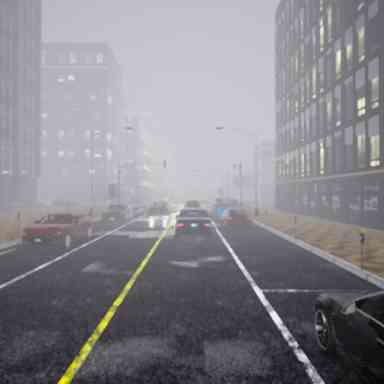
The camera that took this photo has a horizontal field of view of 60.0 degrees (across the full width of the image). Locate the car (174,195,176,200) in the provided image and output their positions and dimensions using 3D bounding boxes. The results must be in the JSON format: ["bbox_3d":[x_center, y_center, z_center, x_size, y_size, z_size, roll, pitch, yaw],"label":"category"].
[{"bbox_3d":[-5.771,1.335,87.305,2.192,1.841,5.009,0,0,0],"label":"car"}]

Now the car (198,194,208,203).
[{"bbox_3d":[2.625,1.529,70.866,1.752,1.417,4.829,0,0,0],"label":"car"}]

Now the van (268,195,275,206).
[{"bbox_3d":[14.847,1.399,55.192,3.998,1.788,1.690,0,0,0],"label":"van"}]

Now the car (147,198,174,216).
[{"bbox_3d":[-3.096,1.552,32.049,1.994,1.385,4.181,0,0,0],"label":"car"}]

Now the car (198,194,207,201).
[{"bbox_3d":[2.609,1.335,87.313,2.192,1.841,5.009,0,0,0],"label":"car"}]

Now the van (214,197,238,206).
[{"bbox_3d":[2.636,1.329,25.909,1.690,1.788,3.998,0,0,0],"label":"van"}]

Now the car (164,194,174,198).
[{"bbox_3d":[-5.761,1.534,76.056,1.752,1.417,4.829,0,0,0],"label":"car"}]

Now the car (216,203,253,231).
[{"bbox_3d":[2.641,1.572,20.220,1.802,1.307,4.206,0,0,0],"label":"car"}]

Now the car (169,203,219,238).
[{"bbox_3d":[0.084,1.538,17.464,2.033,1.411,5.357,0,0,0],"label":"car"}]

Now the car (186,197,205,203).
[{"bbox_3d":[0.067,1.513,33.994,1.812,1.442,4.674,0,0,0],"label":"car"}]

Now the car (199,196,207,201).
[{"bbox_3d":[2.614,1.595,81.774,1.802,1.307,4.206,0,0,0],"label":"car"}]

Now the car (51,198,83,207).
[{"bbox_3d":[-17.511,1.514,46.701,4.206,1.307,1.802,0,0,0],"label":"car"}]

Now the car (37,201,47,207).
[{"bbox_3d":[-23.003,1.447,46.682,4.829,1.417,1.752,0,0,0],"label":"car"}]

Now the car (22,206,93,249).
[{"bbox_3d":[-5.701,1.537,14.549,1.887,1.381,4.507,0,0,0],"label":"car"}]

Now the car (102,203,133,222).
[{"bbox_3d":[-5.712,1.555,25.926,1.947,1.339,4.313,0,0,0],"label":"car"}]

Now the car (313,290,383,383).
[{"bbox_3d":[2.658,1.564,3.153,1.947,1.339,4.313,0,0,0],"label":"car"}]
